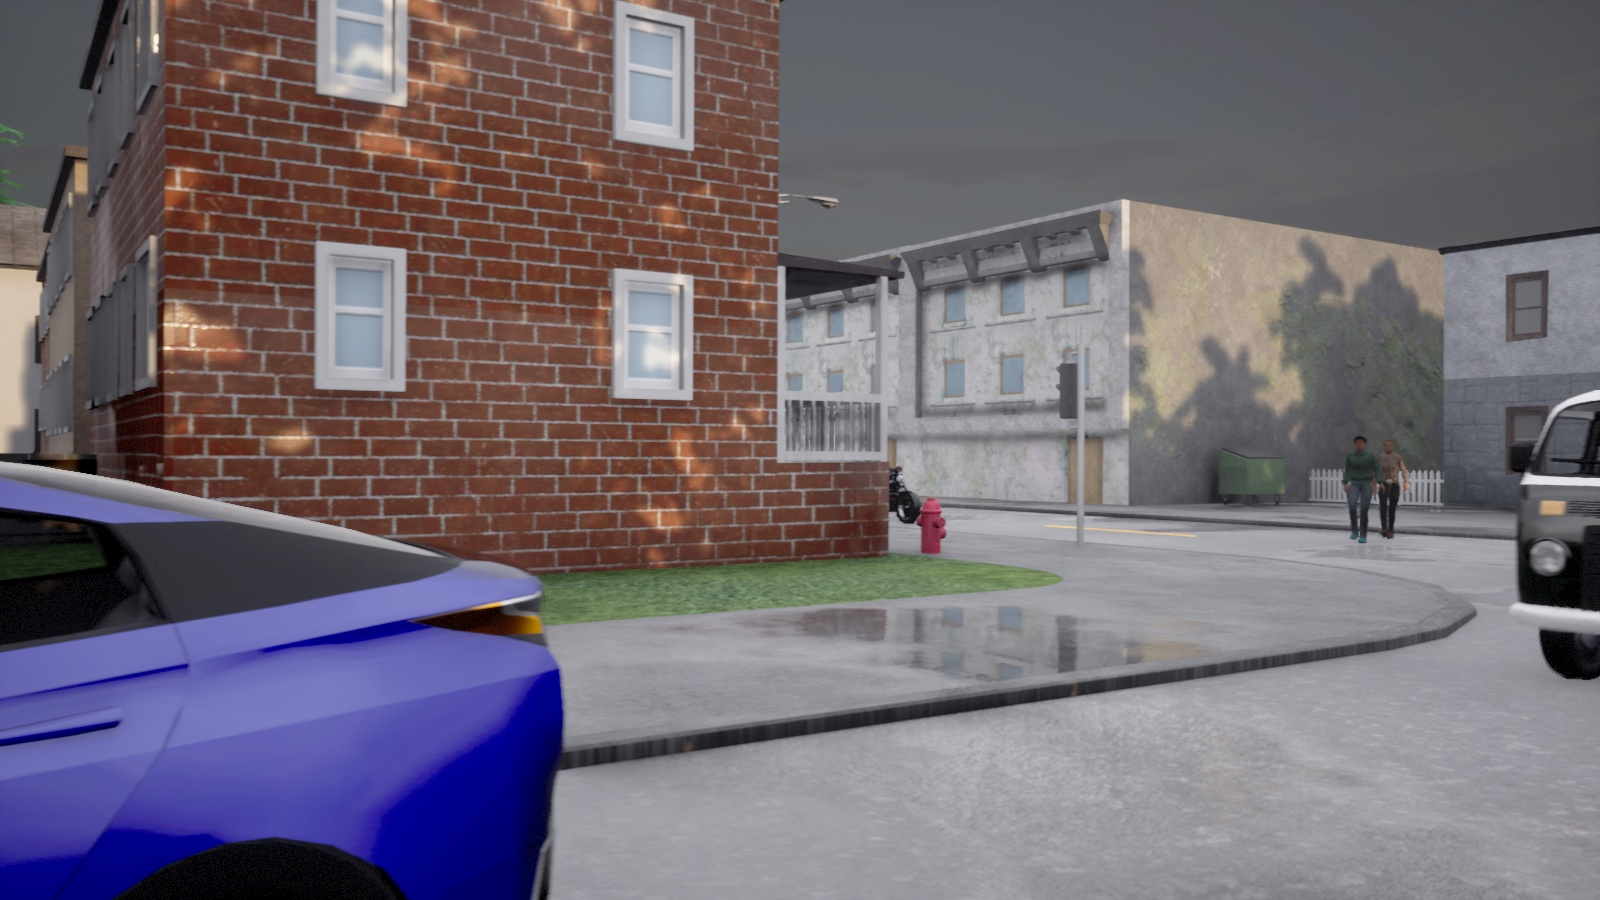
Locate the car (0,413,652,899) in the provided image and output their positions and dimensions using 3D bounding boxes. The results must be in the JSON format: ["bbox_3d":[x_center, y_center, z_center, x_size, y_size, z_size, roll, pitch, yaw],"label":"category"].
[{"bbox_3d":[-2.770,0.701,2.417,4.514,1.525,2.007,0,0,-33],"label":"car"}]

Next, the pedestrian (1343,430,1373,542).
[{"bbox_3d":[9.365,0.602,21.066,0.353,1.847,0.614,0,0,35],"label":"pedestrian"}]

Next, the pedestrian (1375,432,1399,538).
[{"bbox_3d":[10.395,0.607,22.245,0.331,1.846,0.634,0,0,29],"label":"pedestrian"}]

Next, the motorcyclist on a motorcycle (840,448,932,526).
[{"bbox_3d":[1.876,0.790,27.816,0.766,1.649,2.350,0,0,-33],"label":"motorcyclist on a motorcycle"}]

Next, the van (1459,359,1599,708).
[{"bbox_3d":[6.529,0.495,8.628,4.480,2.038,2.069,0,0,-41],"label":"van"}]
